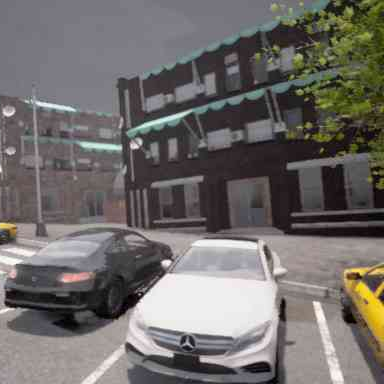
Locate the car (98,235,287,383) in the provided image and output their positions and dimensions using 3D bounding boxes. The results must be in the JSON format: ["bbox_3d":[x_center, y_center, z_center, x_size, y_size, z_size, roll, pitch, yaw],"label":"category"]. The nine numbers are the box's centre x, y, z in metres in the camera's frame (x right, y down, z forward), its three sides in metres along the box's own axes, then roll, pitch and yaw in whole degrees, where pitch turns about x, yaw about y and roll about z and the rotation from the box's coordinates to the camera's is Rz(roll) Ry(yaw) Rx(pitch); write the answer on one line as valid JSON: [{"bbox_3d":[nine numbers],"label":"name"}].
[{"bbox_3d":[0.578,1.524,5.695,2.002,1.452,4.674,1,-1,16],"label":"car"}]

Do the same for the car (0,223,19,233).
[{"bbox_3d":[-9.218,1.471,12.882,1.946,1.575,5.366,0,-1,15],"label":"car"}]

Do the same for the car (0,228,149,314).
[{"bbox_3d":[-1.889,1.521,7.452,2.002,1.452,4.674,0,-1,16],"label":"car"}]

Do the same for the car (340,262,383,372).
[{"bbox_3d":[3.079,1.486,4.102,1.946,1.575,5.366,0,-1,16],"label":"car"}]
